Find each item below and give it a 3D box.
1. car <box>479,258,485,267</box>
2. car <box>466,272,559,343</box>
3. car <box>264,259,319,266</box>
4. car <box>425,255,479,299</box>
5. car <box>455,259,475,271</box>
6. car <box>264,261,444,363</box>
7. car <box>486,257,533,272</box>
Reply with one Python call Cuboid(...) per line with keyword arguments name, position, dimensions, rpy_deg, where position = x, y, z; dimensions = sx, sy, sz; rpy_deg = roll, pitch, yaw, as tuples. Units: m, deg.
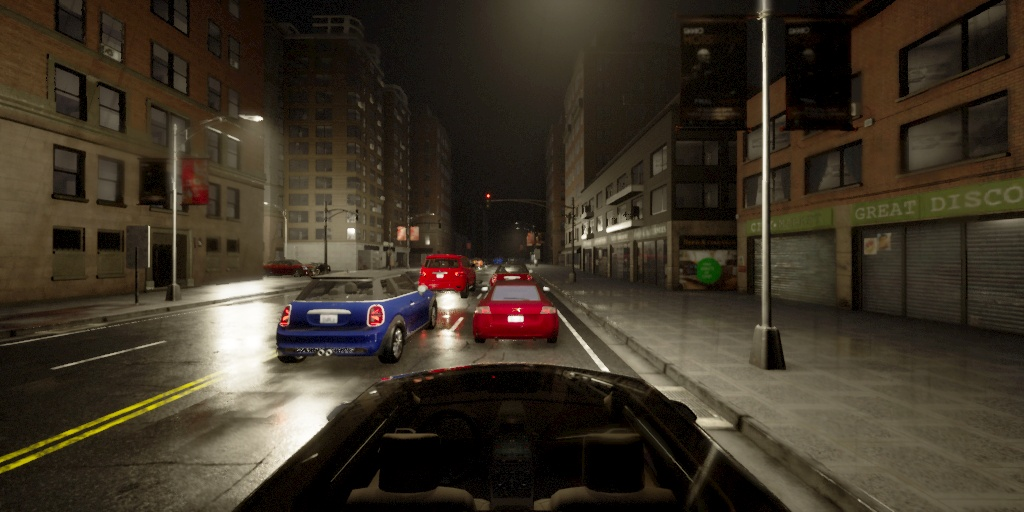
Cuboid(name="car", position=(-6.515, 1.127, 64.544), dimensions=(2.097, 1.767, 4.553), rpy_deg=(0, 0, 0))
Cuboid(name="car", position=(0.098, 1.314, 9.671), dimensions=(1.994, 1.385, 4.181), rpy_deg=(0, 0, 0))
Cuboid(name="car", position=(-20.774, 1.103, 33.621), dimensions=(4.553, 1.767, 2.097), rpy_deg=(0, 0, 2))
Cuboid(name="car", position=(-3.139, 0.973, 18.328), dimensions=(2.150, 2.045, 5.566), rpy_deg=(0, 0, 0))
Cuboid(name="car", position=(-6.559, 1.256, 50.374), dimensions=(2.128, 1.511, 4.902), rpy_deg=(0, 0, 0))
Cuboid(name="car", position=(-3.142, 1.102, 8.289), dimensions=(2.097, 1.767, 4.553), rpy_deg=(0, 0, 0))
Cuboid(name="car", position=(0.012, 1.103, 18.289), dimensions=(2.097, 1.767, 4.553), rpy_deg=(0, 0, 0))
